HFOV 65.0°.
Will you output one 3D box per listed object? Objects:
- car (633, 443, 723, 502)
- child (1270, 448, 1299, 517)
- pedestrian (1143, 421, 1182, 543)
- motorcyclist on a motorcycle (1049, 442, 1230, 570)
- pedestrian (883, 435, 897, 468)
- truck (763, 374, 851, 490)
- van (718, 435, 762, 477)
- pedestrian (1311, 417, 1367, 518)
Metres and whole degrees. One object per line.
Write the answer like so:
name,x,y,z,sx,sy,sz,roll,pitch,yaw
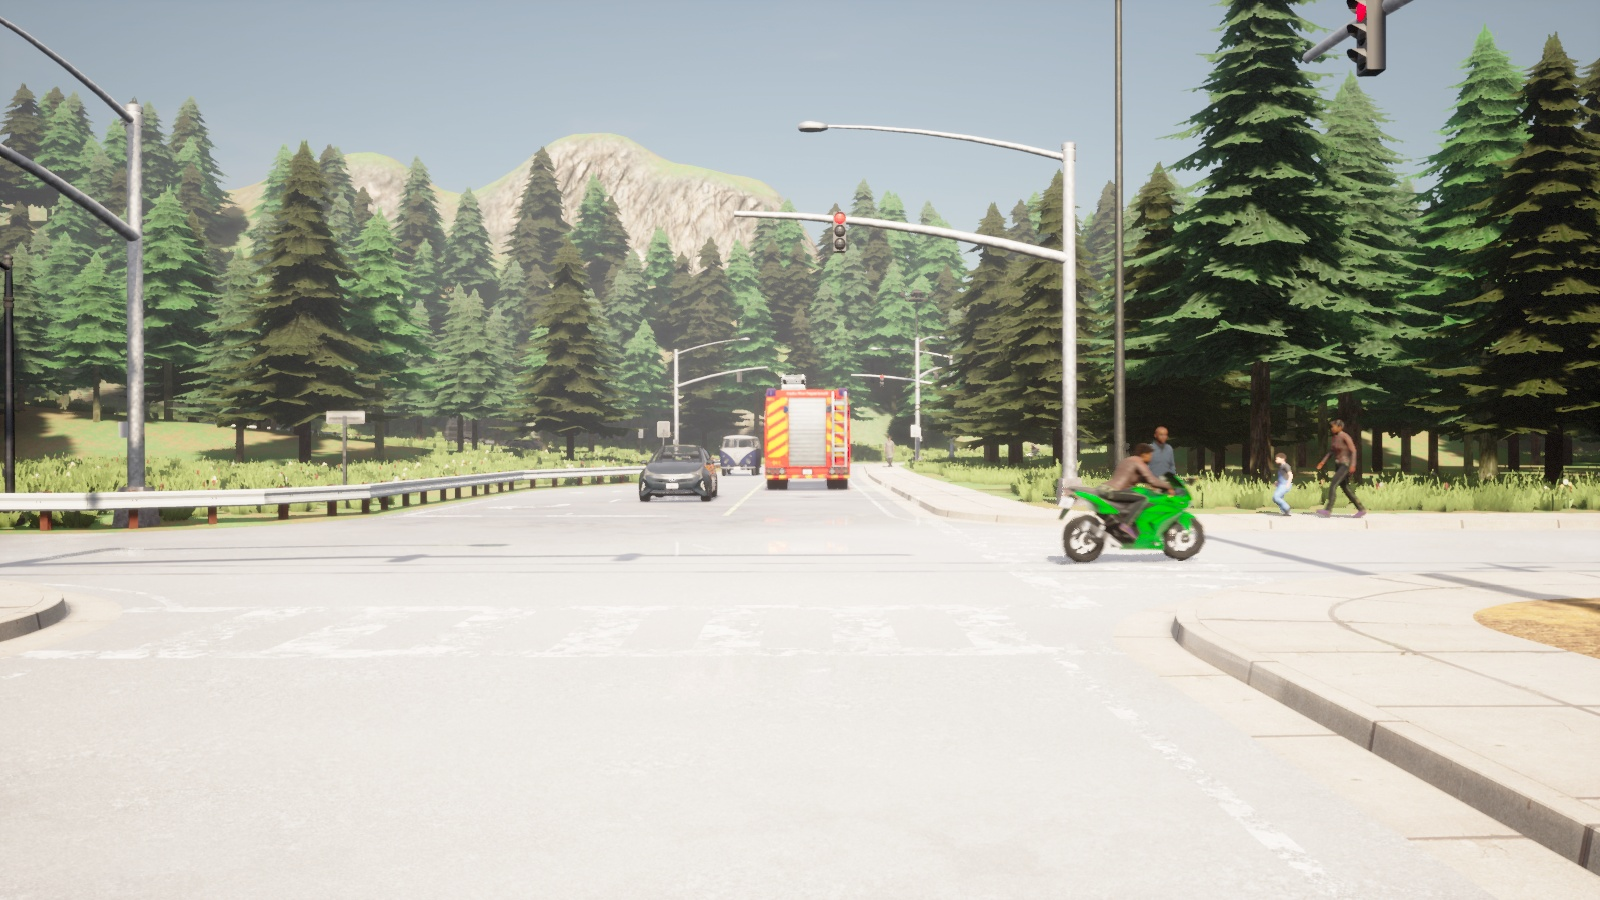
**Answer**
car,-3.299,0.567,34.746,2.007,1.525,4.514,0,0,0
child,9.010,0.598,23.348,0.437,1.263,0.270,0,0,0
pedestrian,5.543,0.481,19.238,0.370,1.835,0.726,0,0,-1
motorcyclist on a motorcycle,4.280,0.677,15.861,2.044,1.523,0.797,0,2,-15
pedestrian,5.361,0.101,74.913,0.659,1.952,0.873,0,0,-8
truck,0.260,-0.596,45.735,2.891,3.827,8.468,0,0,0
van,-2.911,0.266,61.714,1.775,1.987,4.442,0,0,2
pedestrian,9.717,0.319,22.643,0.869,1.805,0.328,0,0,-1
